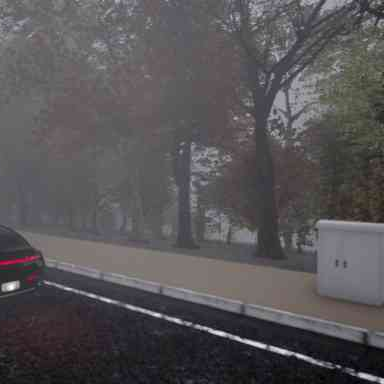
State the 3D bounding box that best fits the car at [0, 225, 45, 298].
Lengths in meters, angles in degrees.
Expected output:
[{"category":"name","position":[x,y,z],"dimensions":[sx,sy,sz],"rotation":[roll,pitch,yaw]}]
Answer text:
[{"category":"car","position":[-5.229,1.446,7.413],"dimensions":[4.892,1.490,1.837],"rotation":[0,0,36]}]
